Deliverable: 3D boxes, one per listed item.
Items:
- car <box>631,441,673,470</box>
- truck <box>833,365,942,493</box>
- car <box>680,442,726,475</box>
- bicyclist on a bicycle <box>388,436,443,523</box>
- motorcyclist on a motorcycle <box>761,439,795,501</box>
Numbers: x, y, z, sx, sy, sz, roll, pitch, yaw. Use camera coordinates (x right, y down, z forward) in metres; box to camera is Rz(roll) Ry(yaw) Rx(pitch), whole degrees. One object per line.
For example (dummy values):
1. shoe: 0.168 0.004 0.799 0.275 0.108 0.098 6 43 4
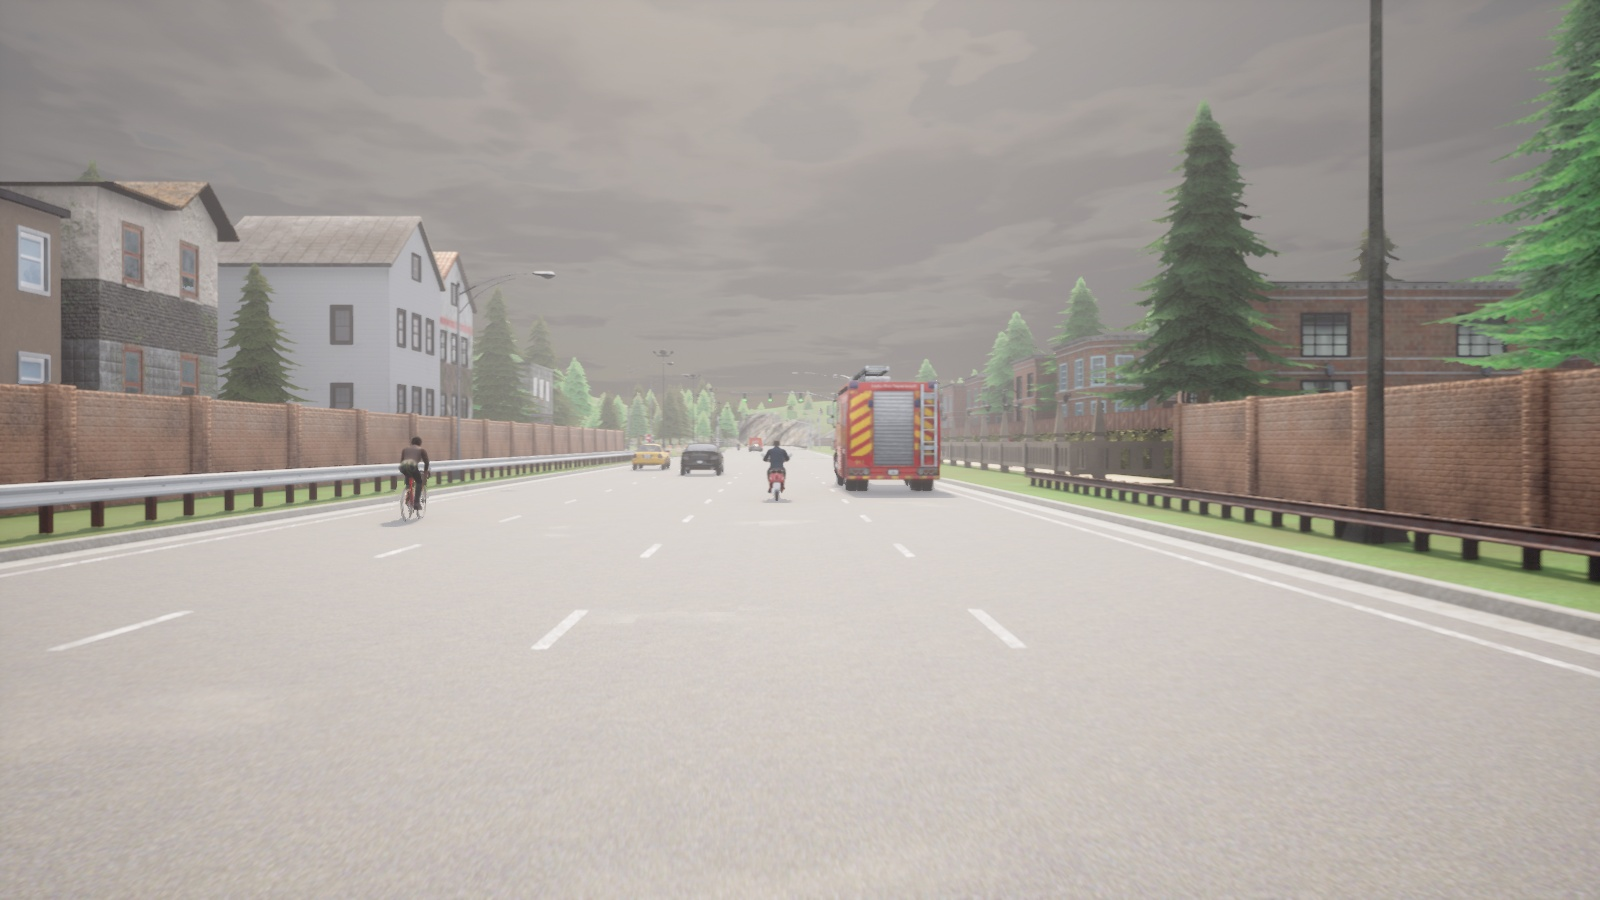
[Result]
1. car: -8.279 0.283 70.573 1.801 1.575 5.366 0 0 -1
2. truck: 2.749 -0.654 42.060 2.891 3.827 8.468 0 0 -1
3. car: -4.582 0.384 59.932 1.882 1.535 5.008 0 0 -1
4. bicyclist on a bicycle: -7.426 0.558 24.299 0.582 1.620 1.656 0 0 -1
5. motorcyclist on a motorcycle: -0.587 0.513 33.121 0.866 1.590 1.817 0 0 -1
